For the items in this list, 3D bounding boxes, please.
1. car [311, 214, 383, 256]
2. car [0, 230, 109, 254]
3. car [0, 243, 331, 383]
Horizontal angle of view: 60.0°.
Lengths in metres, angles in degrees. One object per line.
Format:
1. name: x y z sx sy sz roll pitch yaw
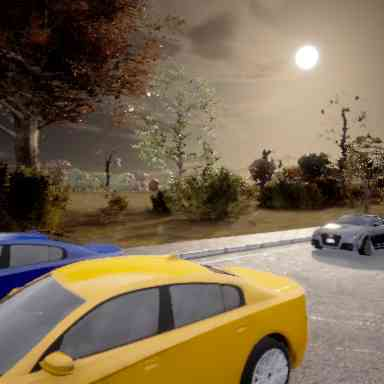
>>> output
1. car: 6.601 1.569 13.172 4.181 1.385 1.994 0 0 -36
2. car: -3.626 1.485 5.723 5.008 1.535 1.882 0 0 -36
3. car: -0.891 1.482 3.378 5.008 1.535 1.882 0 0 -36
